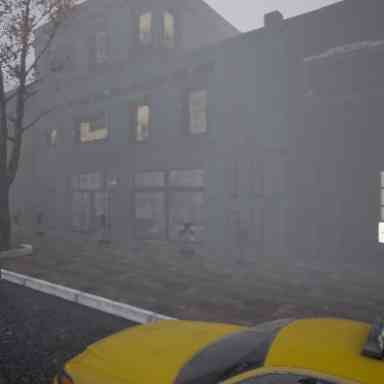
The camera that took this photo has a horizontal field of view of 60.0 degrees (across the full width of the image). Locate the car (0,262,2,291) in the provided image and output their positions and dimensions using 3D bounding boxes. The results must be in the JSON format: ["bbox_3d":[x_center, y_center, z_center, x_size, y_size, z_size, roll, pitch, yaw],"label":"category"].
[{"bbox_3d":[-5.712,1.513,7.082,4.403,1.369,2.008,0,0,36],"label":"car"}]

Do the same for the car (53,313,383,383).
[{"bbox_3d":[0.957,1.524,2.275,4.829,1.417,1.752,0,0,36],"label":"car"}]
